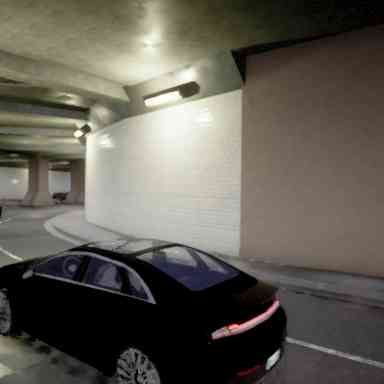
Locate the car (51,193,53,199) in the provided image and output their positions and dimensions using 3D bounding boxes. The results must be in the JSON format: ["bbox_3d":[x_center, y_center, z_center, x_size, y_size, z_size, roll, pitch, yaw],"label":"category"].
[{"bbox_3d":[-23.282,0.725,58.013,1.837,1.490,4.892,1,1,21],"label":"car"}]

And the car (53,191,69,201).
[{"bbox_3d":[-20.368,0.625,55.793,2.097,1.767,4.553,1,1,21],"label":"car"}]

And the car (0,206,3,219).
[{"bbox_3d":[-13.965,1.244,21.947,1.895,1.301,4.718,0,1,-17],"label":"car"}]

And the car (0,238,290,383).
[{"bbox_3d":[-1.111,1.439,4.825,4.902,1.511,2.128,1,1,37],"label":"car"}]
